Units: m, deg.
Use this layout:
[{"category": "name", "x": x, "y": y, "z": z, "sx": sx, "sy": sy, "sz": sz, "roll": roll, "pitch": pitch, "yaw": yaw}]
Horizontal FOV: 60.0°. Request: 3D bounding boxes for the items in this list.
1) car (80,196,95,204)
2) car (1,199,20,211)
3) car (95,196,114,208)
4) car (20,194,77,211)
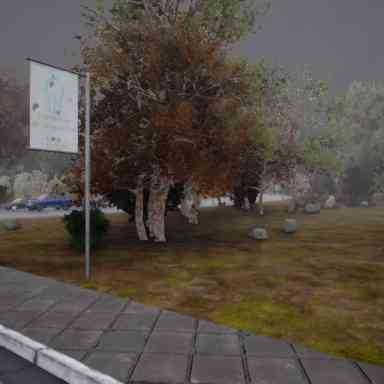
[{"category": "car", "x": -14.844, "y": 1.319, "z": 48.739, "sx": 2.097, "sy": 1.767, "sz": 4.553, "roll": 0, "pitch": 0, "yaw": 38}, {"category": "car", "x": -20.830, "y": 1.498, "z": 41.122, "sx": 1.837, "sy": 1.490, "sz": 4.892, "roll": 0, "pitch": 0, "yaw": 38}, {"category": "car", "x": -11.033, "y": 1.312, "z": 47.945, "sx": 2.097, "sy": 1.767, "sz": 4.553, "roll": 0, "pitch": 0, "yaw": 37}, {"category": "car", "x": -17.130, "y": 1.212, "z": 40.145, "sx": 2.150, "sy": 2.045, "sz": 5.566, "roll": 0, "pitch": 0, "yaw": 39}]
